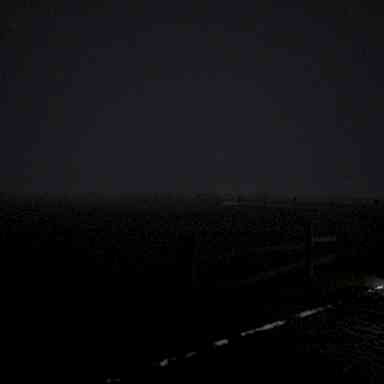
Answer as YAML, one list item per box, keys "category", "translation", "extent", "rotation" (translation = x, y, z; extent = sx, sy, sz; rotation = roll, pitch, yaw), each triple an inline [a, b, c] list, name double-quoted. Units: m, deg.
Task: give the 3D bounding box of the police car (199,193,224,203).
- category: "police car"
  translation: [3.095, 0.892, 53.153]
  extent: [2.038, 1.542, 4.974]
  rotation: [1, 0, -36]
